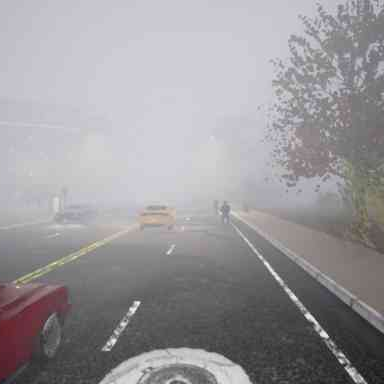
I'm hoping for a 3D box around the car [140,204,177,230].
[{"bbox_3d":[-2.064,1.471,21.226,1.882,1.535,5.008,0,0,2],"label":"car"}]

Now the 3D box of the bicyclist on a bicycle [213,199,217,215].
[{"bbox_3d":[2.204,1.440,30.442,0.582,1.620,1.656,0,0,1],"label":"bicyclist on a bicycle"}]

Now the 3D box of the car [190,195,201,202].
[{"bbox_3d":[0.707,1.490,74.211,2.033,1.411,5.357,0,0,-3],"label":"car"}]

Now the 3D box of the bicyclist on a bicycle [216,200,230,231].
[{"bbox_3d":[1.926,1.364,19.385,0.659,1.776,1.843,0,0,2],"label":"bicyclist on a bicycle"}]

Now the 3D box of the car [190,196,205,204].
[{"bbox_3d":[1.255,1.527,61.201,1.994,1.385,4.181,0,0,-2],"label":"car"}]

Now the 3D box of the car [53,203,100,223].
[{"bbox_3d":[-8.637,1.542,25.470,2.033,1.411,5.357,0,0,1],"label":"car"}]

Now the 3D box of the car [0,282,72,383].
[{"bbox_3d":[-2.859,1.600,2.965,1.895,1.301,4.718,0,0,3],"label":"car"}]

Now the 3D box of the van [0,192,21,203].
[{"bbox_3d":[-29.593,0.881,53.396,3.998,1.788,1.690,1,-1,-29],"label":"van"}]
